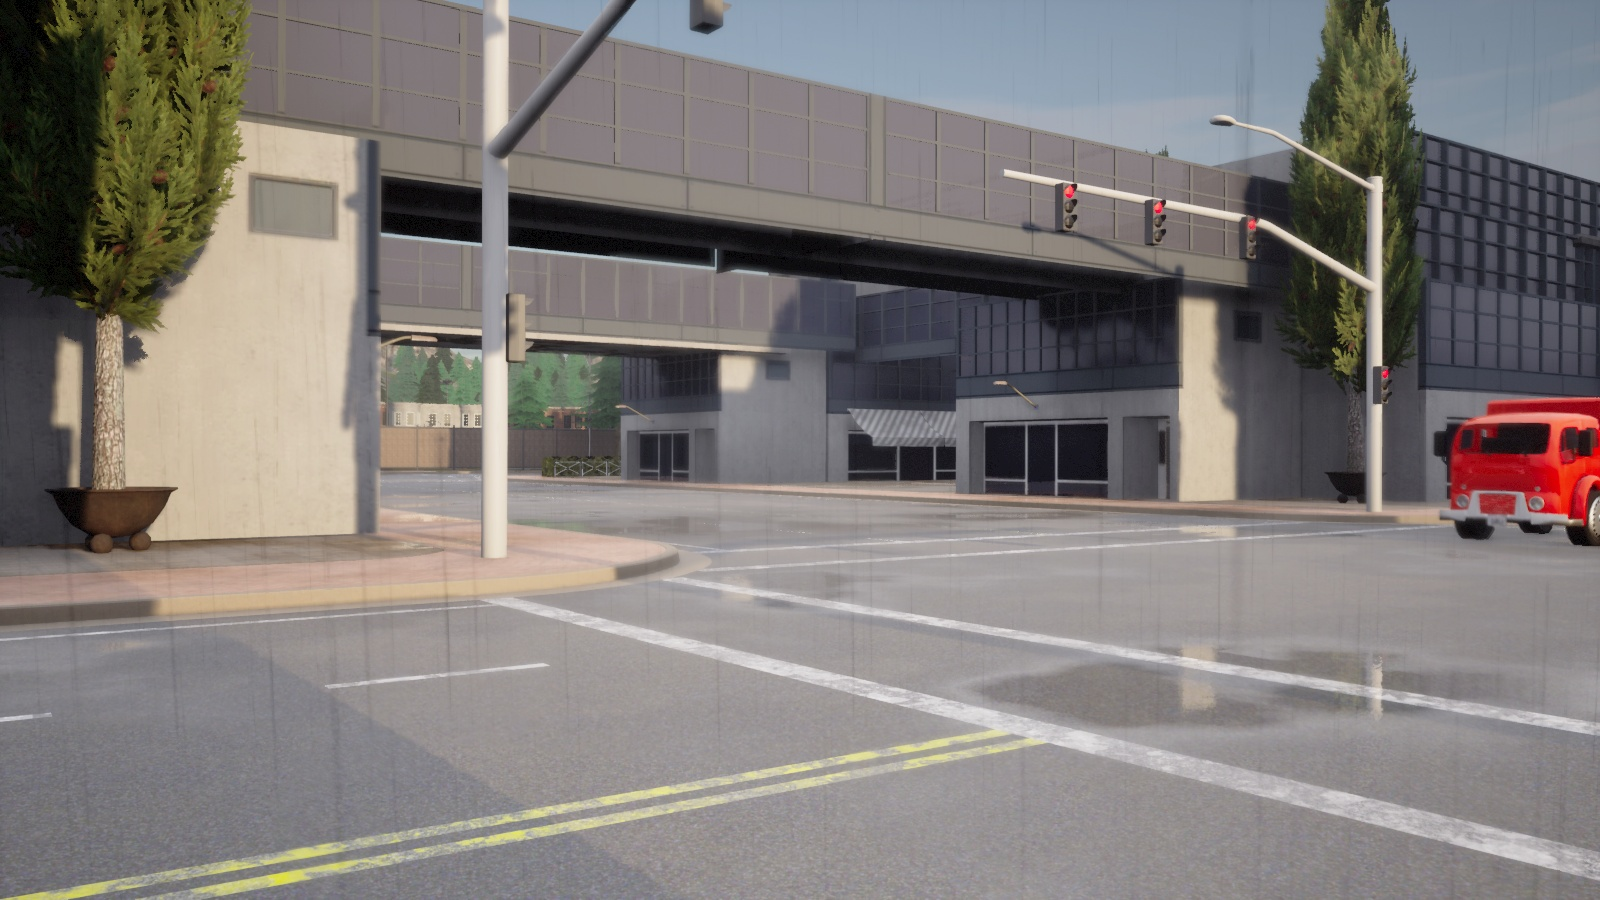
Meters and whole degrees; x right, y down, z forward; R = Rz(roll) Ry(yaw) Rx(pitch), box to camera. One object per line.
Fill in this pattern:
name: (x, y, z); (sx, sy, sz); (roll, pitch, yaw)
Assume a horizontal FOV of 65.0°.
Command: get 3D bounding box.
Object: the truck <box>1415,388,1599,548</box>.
truck: (13.405, 0.283, 21.960); (5.204, 2.467, 2.627); (0, 0, -36)
